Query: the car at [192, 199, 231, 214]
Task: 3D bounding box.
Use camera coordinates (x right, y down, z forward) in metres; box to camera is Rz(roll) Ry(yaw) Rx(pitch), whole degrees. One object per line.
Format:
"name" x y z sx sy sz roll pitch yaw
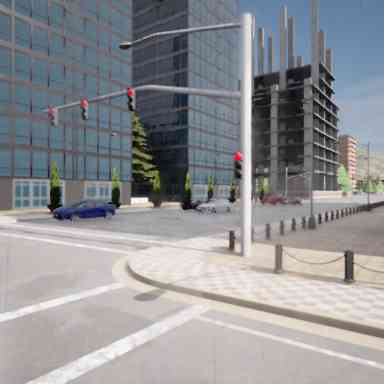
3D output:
"car" 2.363 1.452 34.502 1.812 1.442 4.674 0 0 36

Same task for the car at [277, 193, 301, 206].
"car" 15.989 1.419 53.164 2.128 1.511 4.902 0 0 36

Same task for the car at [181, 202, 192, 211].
"car" 0.794 1.523 38.325 1.895 1.301 4.718 0 0 36

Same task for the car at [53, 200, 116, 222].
"car" -8.214 1.405 25.737 1.882 1.535 5.008 0 0 36

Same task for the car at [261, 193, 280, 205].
"car" 13.628 1.133 55.851 2.150 2.045 5.566 0 0 36
